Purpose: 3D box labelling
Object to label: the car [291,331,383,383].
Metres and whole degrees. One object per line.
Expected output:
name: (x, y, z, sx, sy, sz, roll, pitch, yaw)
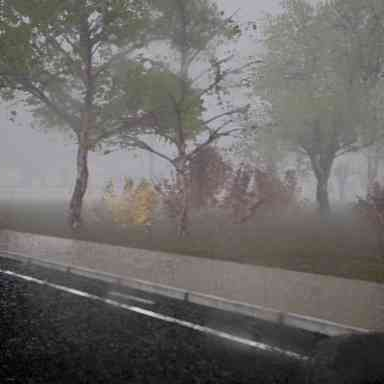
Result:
car: (2.612, 1.569, 1.823, 4.181, 1.385, 1.994, 0, 0, 35)
